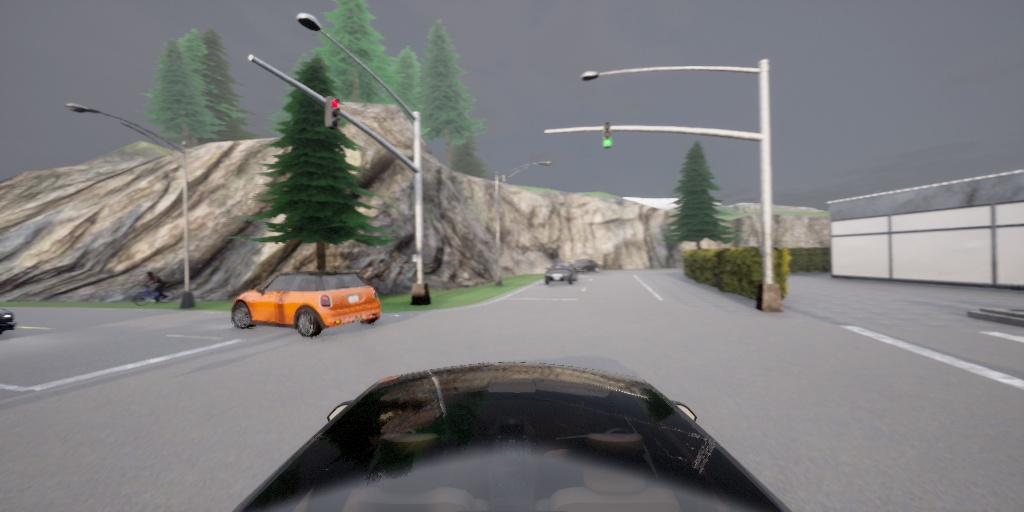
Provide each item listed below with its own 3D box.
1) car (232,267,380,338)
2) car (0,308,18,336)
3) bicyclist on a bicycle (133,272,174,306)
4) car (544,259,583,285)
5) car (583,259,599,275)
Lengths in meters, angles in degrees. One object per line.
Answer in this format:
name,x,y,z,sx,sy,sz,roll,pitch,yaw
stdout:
car,-6.204,1.235,10.725,4.553,1.767,2.097,-1,0,27
car,-16.748,1.670,9.989,5.357,1.411,2.033,-1,0,14
bicyclist on a bicycle,-17.660,1.590,17.695,0.582,1.620,1.656,-1,0,14
car,3.510,1.140,25.151,2.128,1.511,4.902,-1,0,16
car,7.088,1.061,35.910,1.837,1.490,4.892,-3,0,35
